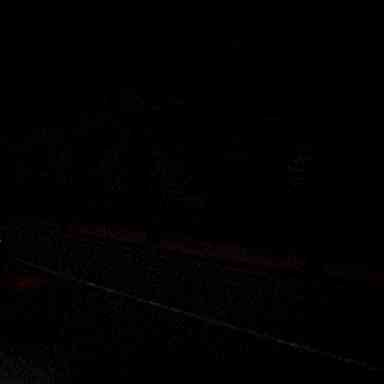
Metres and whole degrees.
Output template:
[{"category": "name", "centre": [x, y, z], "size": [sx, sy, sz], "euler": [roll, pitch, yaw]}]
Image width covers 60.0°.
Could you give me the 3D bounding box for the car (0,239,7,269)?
[{"category": "car", "centre": [-7.040, 1.405, 9.480], "size": [4.181, 1.385, 1.994], "euler": [3, 2, 39]}]
